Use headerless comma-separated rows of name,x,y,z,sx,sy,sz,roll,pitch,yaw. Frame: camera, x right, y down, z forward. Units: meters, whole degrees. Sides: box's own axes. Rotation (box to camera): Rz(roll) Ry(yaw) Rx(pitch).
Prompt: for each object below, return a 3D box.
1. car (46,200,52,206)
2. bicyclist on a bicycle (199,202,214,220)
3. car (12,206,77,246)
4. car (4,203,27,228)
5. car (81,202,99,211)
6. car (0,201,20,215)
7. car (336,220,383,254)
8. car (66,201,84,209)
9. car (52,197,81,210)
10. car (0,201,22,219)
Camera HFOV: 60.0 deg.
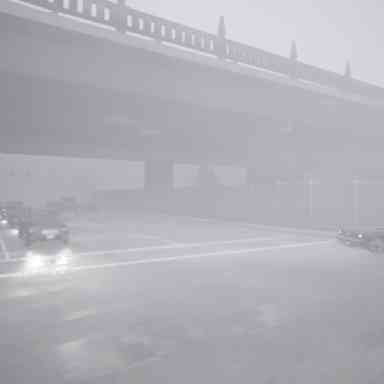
car,-23.217,2.074,55.621,1.882,1.535,5.008,1,-1,-32
bicyclist on a bicycle,1.300,1.689,29.925,1.656,1.620,0.582,0,-1,-32
car,-7.345,1.665,16.348,2.128,1.511,4.902,1,-1,-32
car,-12.462,1.802,24.646,2.033,1.411,5.357,1,-1,-32
car,-15.177,2.119,49.353,1.994,1.385,4.181,1,-1,-31
car,-22.798,1.910,41.487,2.128,1.511,4.902,1,-1,-31
car,8.684,1.824,14.078,4.718,1.301,1.895,0,-1,-7
car,-20.253,2.235,57.480,1.895,1.301,4.718,1,-1,-32
car,-17.594,1.730,46.597,2.150,2.045,5.566,1,-1,-31
car,-17.587,1.687,32.983,2.097,1.767,4.553,1,-1,-32
